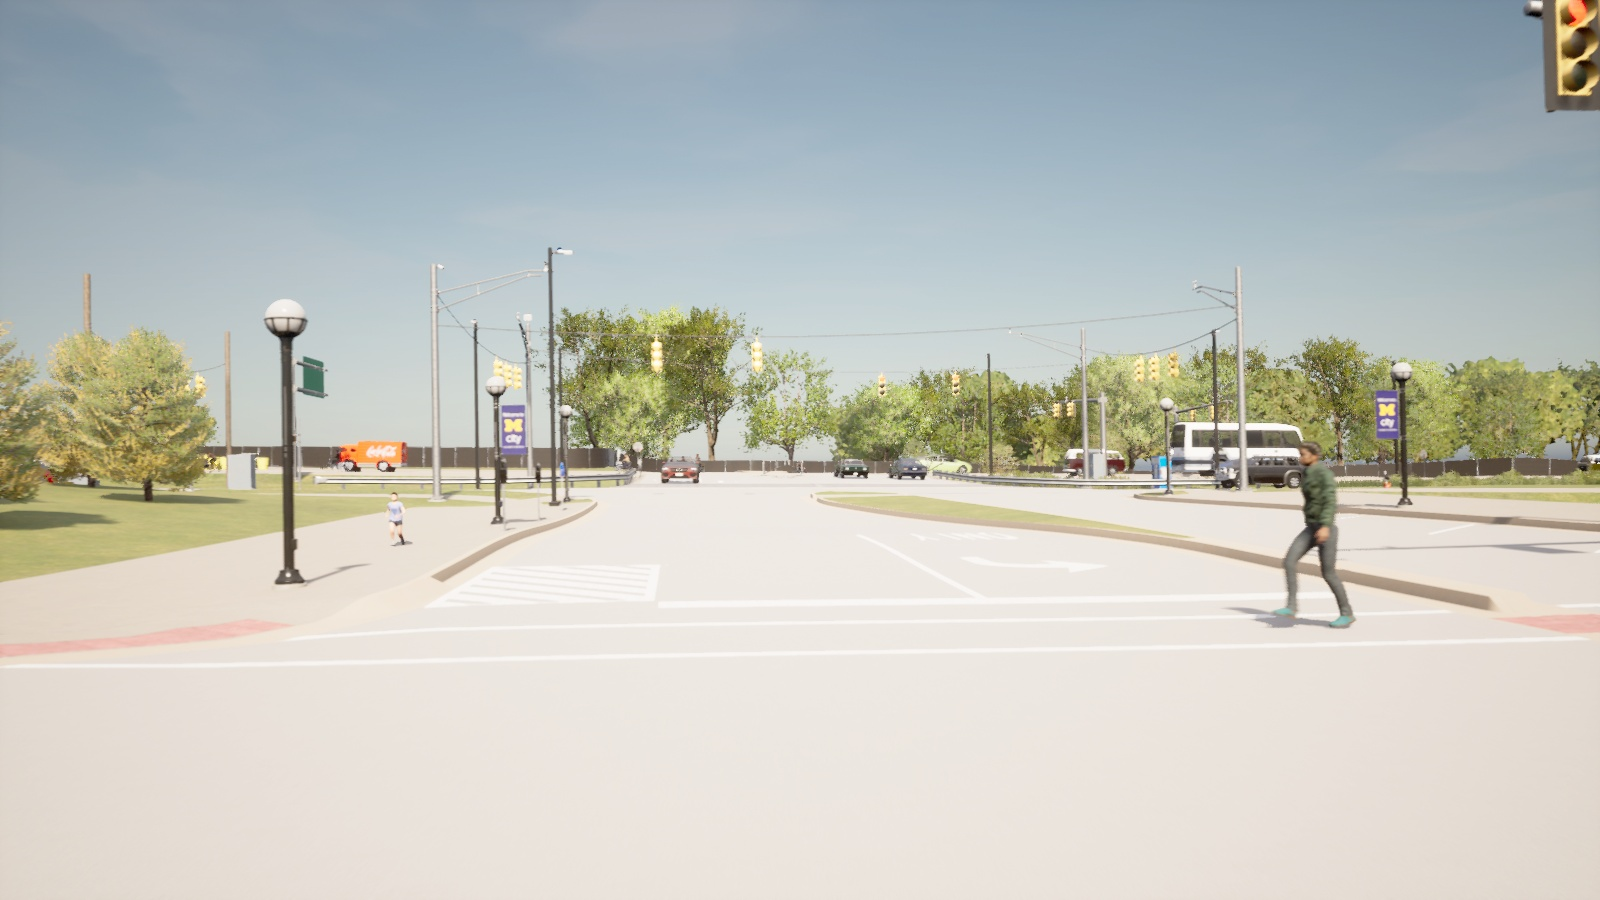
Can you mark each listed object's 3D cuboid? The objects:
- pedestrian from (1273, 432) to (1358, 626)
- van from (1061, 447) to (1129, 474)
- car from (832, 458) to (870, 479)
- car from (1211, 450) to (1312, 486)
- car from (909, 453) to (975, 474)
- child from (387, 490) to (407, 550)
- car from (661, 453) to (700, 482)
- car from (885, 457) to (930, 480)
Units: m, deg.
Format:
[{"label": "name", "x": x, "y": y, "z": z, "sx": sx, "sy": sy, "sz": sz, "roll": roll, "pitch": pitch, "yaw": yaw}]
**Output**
[{"label": "pedestrian", "x": 5.029, "y": 0.761, "z": 12.265, "sx": 0.614, "sy": 1.847, "sz": 0.353, "roll": -2, "pitch": -1, "yaw": -4}, {"label": "van", "x": 22.054, "y": 0.790, "z": 94.005, "sx": 4.480, "sy": 2.038, "sz": 2.069, "roll": 0, "pitch": -1, "yaw": -5}, {"label": "car", "x": 3.497, "y": 1.246, "z": 86.598, "sx": 1.895, "sy": 1.301, "sz": 4.718, "roll": 0, "pitch": 1, "yaw": -7}, {"label": "car", "x": 24.412, "y": 0.948, "z": 66.523, "sx": 4.605, "sy": 1.855, "sz": 1.932, "roll": -1, "pitch": -1, "yaw": -5}, {"label": "car", "x": 10.485, "y": 1.004, "z": 92.982, "sx": 4.514, "sy": 1.525, "sz": 2.007, "roll": 0, "pitch": -1, "yaw": -5}, {"label": "child", "x": -7.654, "y": 1.324, "z": 23.843, "sx": 0.255, "sy": 1.110, "sz": 0.394, "roll": -2, "pitch": -1, "yaw": -5}, {"label": "car", "x": -7.063, "y": 1.037, "z": 74.651, "sx": 2.152, "sy": 1.651, "sz": 5.027, "roll": 0, "pitch": -1, "yaw": -3}, {"label": "car", "x": 7.224, "y": 1.215, "z": 84.768, "sx": 2.033, "sy": 1.411, "sz": 5.357, "roll": 0, "pitch": 0, "yaw": -6}]
